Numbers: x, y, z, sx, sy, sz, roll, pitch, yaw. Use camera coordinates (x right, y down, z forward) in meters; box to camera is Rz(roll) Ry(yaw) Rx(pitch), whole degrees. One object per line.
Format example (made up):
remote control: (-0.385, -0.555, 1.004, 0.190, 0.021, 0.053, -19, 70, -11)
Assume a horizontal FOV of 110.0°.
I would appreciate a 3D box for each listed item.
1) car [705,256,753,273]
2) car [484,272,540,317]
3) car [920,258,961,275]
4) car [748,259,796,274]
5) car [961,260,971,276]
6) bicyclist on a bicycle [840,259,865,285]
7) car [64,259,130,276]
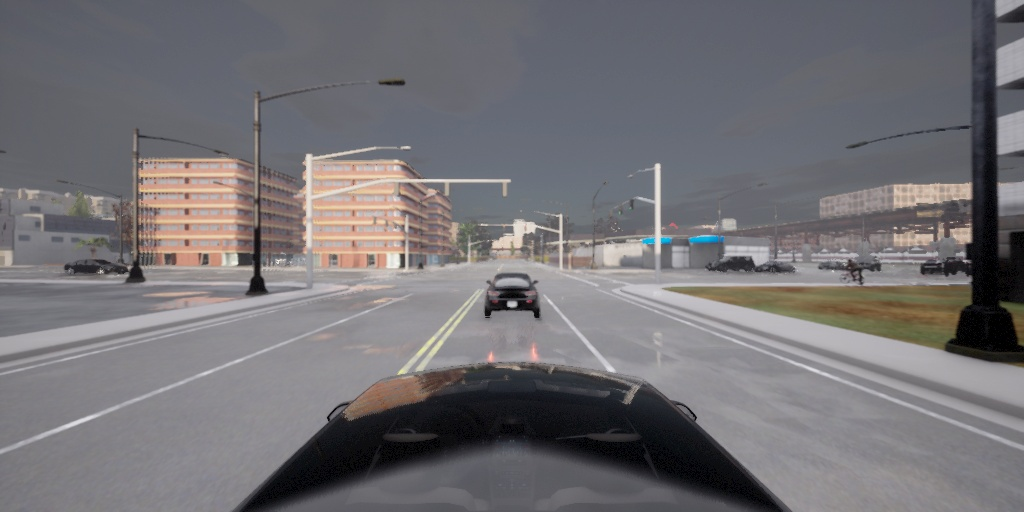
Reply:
car: (26.385, 0.986, 43.298, 5.566, 2.045, 2.150, 0, 0, -7)
car: (0.011, 1.304, 13.134, 1.812, 1.442, 4.674, 0, 0, 0)
car: (46.047, 1.182, 38.711, 4.902, 1.511, 2.128, 0, 0, -28)
car: (29.480, 1.310, 40.329, 4.181, 1.385, 1.994, 0, 0, -11)
car: (46.751, 0.896, 35.099, 5.566, 2.045, 2.150, 1, -1, -27)
bicyclist on a bicycle: (21.805, 1.032, 22.990, 0.582, 1.620, 1.656, 0, 0, 0)
car: (-39.044, 1.039, 33.759, 4.892, 1.490, 1.837, 1, 0, 1)
